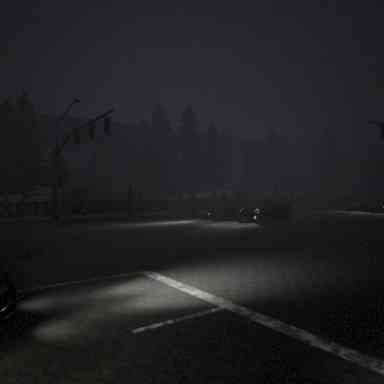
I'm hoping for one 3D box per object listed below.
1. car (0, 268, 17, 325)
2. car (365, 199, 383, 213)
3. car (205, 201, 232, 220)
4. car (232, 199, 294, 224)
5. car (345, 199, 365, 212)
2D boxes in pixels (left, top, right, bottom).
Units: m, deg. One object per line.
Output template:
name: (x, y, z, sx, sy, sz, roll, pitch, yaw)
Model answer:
car: (-5.104, 1.491, 4.428, 4.902, 1.511, 2.128, 0, 0, -35)
car: (21.254, 1.529, 36.358, 4.674, 1.442, 1.812, 0, 0, -36)
car: (3.325, 1.493, 27.863, 4.902, 1.511, 2.128, 0, 0, -36)
car: (5.653, 1.354, 25.223, 4.553, 1.767, 2.097, 0, 0, -36)
car: (20.258, 1.529, 39.943, 4.674, 1.442, 1.812, 0, 0, -36)
